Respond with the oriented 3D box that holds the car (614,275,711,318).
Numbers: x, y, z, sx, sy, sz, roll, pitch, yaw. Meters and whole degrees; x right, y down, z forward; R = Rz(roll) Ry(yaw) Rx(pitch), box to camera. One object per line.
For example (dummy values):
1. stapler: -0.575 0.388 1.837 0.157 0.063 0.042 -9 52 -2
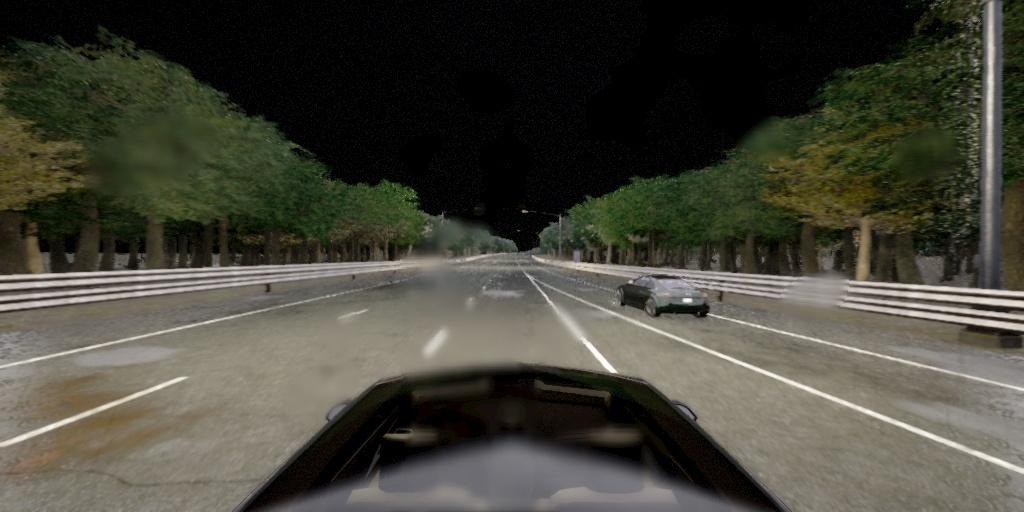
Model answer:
1. car: 5.492 1.416 13.630 1.994 1.385 4.181 1 0 -6
